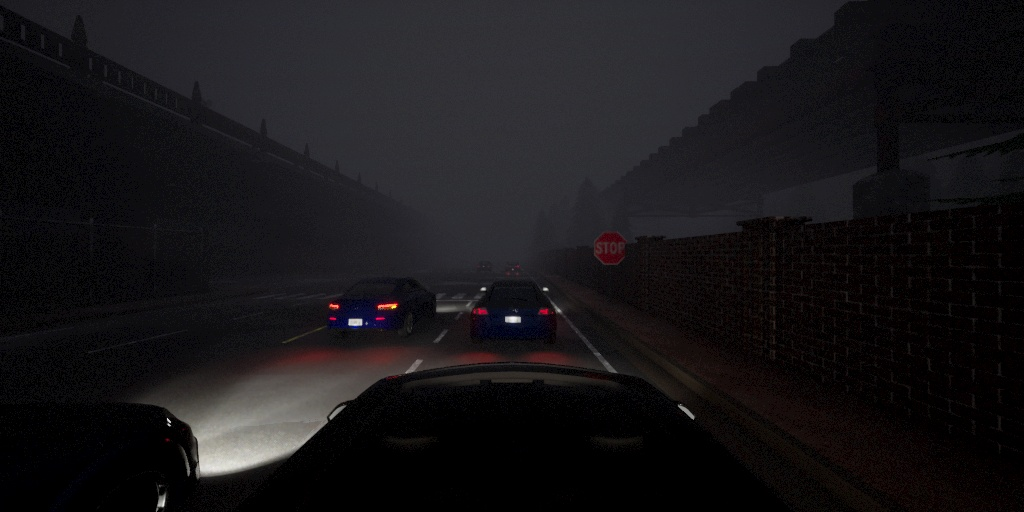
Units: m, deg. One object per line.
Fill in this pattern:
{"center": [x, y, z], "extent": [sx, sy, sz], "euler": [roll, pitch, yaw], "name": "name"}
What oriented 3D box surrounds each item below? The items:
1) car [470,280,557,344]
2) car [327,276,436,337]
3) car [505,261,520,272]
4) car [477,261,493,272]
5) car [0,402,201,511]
{"center": [0.063, 1.314, 9.593], "extent": [1.994, 1.385, 4.181], "euler": [0, 0, 1], "name": "car"}
{"center": [-3.419, 1.276, 10.113], "extent": [1.812, 1.442, 4.674], "euler": [0, 0, 0], "name": "car"}
{"center": [0.070, 1.351, 46.260], "extent": [1.895, 1.301, 4.718], "euler": [0, 0, -1], "name": "car"}
{"center": [-3.405, 1.297, 45.036], "extent": [2.033, 1.411, 5.357], "euler": [0, 0, -1], "name": "car"}
{"center": [-3.399, 1.314, 1.018], "extent": [1.994, 1.385, 4.181], "euler": [0, 0, 0], "name": "car"}
